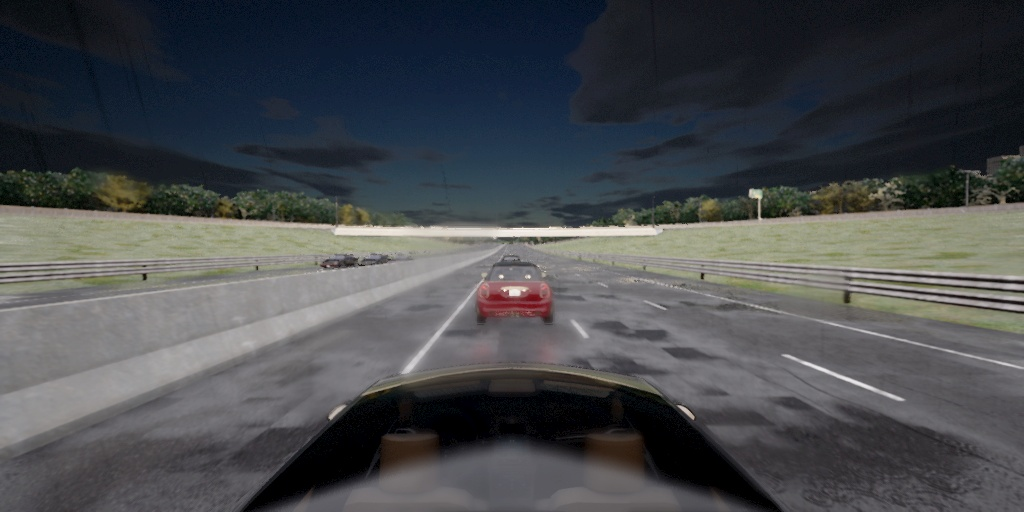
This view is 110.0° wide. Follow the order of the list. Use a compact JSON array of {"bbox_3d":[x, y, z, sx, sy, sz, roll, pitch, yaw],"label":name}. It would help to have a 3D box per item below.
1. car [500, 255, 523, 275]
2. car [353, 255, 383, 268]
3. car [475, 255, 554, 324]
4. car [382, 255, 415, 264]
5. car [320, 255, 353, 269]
[{"bbox_3d":[-0.059,0.681,30.296,1.837,1.490,4.892,0,1,0],"label":"car"},{"bbox_3d":[-14.223,0.558,37.641,2.033,1.411,5.357,0,1,0],"label":"car"},{"bbox_3d":[0.062,0.927,11.361,2.097,1.767,4.553,0,1,0],"label":"car"},{"bbox_3d":[-10.730,0.630,35.182,1.994,1.385,4.181,0,1,0],"label":"car"},{"bbox_3d":[-17.725,0.566,37.244,2.033,1.411,5.357,0,1,0],"label":"car"}]
